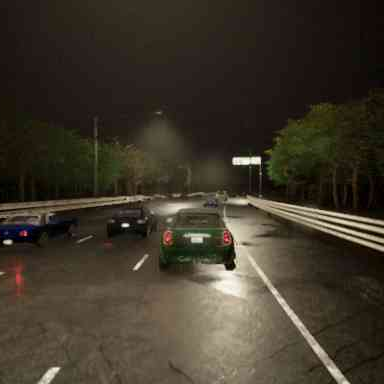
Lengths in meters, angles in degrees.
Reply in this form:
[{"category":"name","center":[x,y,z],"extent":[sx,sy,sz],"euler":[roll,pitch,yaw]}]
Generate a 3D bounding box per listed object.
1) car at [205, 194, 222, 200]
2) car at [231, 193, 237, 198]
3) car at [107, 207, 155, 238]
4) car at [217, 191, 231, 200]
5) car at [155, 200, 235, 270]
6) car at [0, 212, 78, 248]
[{"category":"car","center":[2.573,1.339,44.017],"extent":[2.033,1.411,5.357],"euler":[0,0,7]},{"category":"car","center":[11.676,0.971,94.878],"extent":[1.882,1.535,5.008],"euler":[0,0,14]},{"category":"car","center":[-2.944,1.477,17.186],"extent":[1.994,1.385,4.181],"euler":[0,0,3]},{"category":"car","center":[6.262,0.871,69.249],"extent":[2.150,2.045,5.566],"euler":[0,0,10]},{"category":"car","center":[0.200,1.299,11.029],"extent":[2.097,1.767,4.553],"euler":[0,0,2]},{"category":"car","center":[-6.580,1.522,14.285],"extent":[1.895,1.301,4.718],"euler":[0,0,2]}]
